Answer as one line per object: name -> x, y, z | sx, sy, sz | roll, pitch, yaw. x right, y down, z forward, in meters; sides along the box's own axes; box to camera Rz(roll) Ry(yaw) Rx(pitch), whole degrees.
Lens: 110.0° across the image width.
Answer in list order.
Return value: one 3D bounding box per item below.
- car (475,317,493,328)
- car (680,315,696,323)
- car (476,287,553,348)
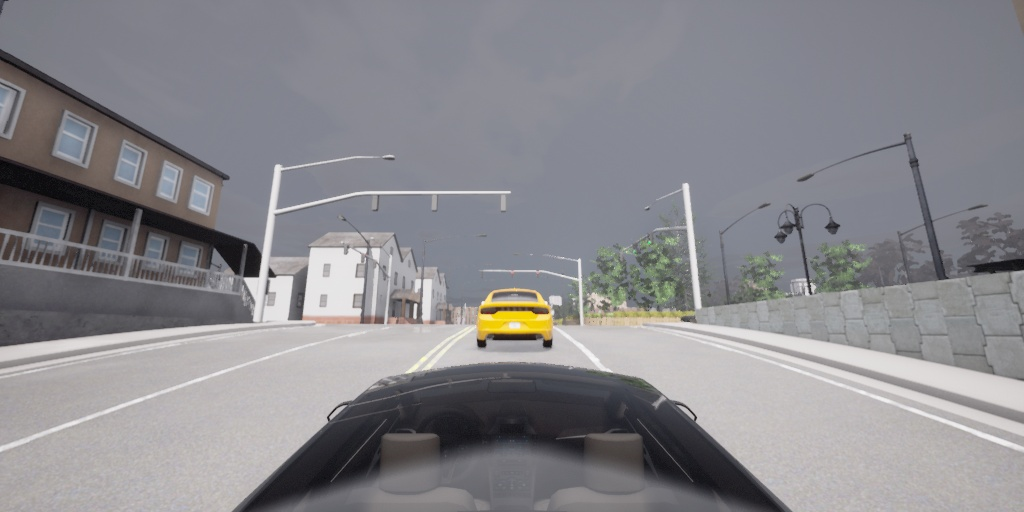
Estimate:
car -> -3.557, 8.747, 46.720 | 1.895, 1.301, 4.718 | 0, -12, 0
car -> 16.890, 5.276, 30.430 | 5.008, 1.535, 1.882 | 0, -12, 1
car -> 0.077, 1.728, 10.605 | 1.882, 1.535, 5.008 | 0, -7, 0
